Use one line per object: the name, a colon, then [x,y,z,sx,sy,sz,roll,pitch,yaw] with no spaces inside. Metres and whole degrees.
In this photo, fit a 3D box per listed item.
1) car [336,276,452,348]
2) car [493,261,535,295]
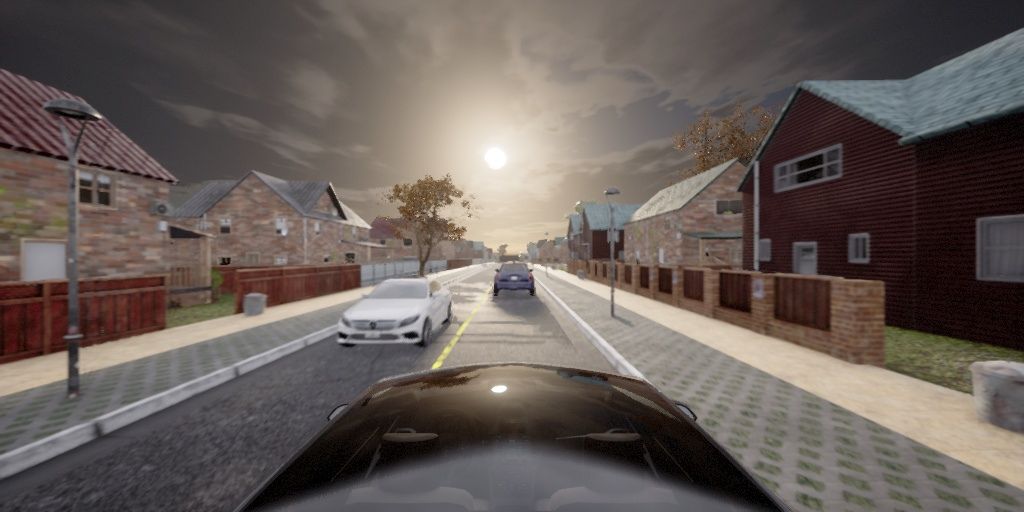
car: [-2.740,1.280,9.379,1.812,1.442,4.674,0,0,0]
car: [0.119,1.097,19.705,2.097,1.767,4.553,0,0,0]
